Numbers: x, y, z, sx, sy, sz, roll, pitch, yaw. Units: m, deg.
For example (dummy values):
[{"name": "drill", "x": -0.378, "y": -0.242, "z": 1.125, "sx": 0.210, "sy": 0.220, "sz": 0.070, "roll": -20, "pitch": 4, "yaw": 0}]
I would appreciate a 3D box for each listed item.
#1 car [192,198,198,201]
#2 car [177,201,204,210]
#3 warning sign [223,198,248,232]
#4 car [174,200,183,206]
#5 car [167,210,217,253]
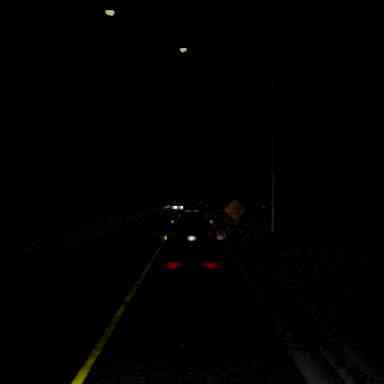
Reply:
[{"name": "car", "x": 0.908, "y": 2.532, "z": 94.283, "sx": 1.812, "sy": 1.442, "sz": 4.674, "roll": 0, "pitch": -1, "yaw": 0}, {"name": "car", "x": -0.012, "y": 1.789, "z": 29.283, "sx": 2.128, "sy": 1.511, "sz": 4.902, "roll": 0, "pitch": 0, "yaw": 0}, {"name": "warning sign", "x": 2.512, "y": 1.309, "z": 19.284, "sx": 1.300, "sy": 1.860, "sz": 1.060, "roll": 0, "pitch": 0, "yaw": 0}, {"name": "car", "x": -2.791, "y": 2.340, "z": 71.718, "sx": 1.895, "sy": 1.301, "sz": 4.718, "roll": 0, "pitch": -1, "yaw": 0}, {"name": "car", "x": -0.004, "y": 1.707, "z": 14.315, "sx": 1.994, "sy": 1.385, "sz": 4.181, "roll": 0, "pitch": -1, "yaw": 0}]
